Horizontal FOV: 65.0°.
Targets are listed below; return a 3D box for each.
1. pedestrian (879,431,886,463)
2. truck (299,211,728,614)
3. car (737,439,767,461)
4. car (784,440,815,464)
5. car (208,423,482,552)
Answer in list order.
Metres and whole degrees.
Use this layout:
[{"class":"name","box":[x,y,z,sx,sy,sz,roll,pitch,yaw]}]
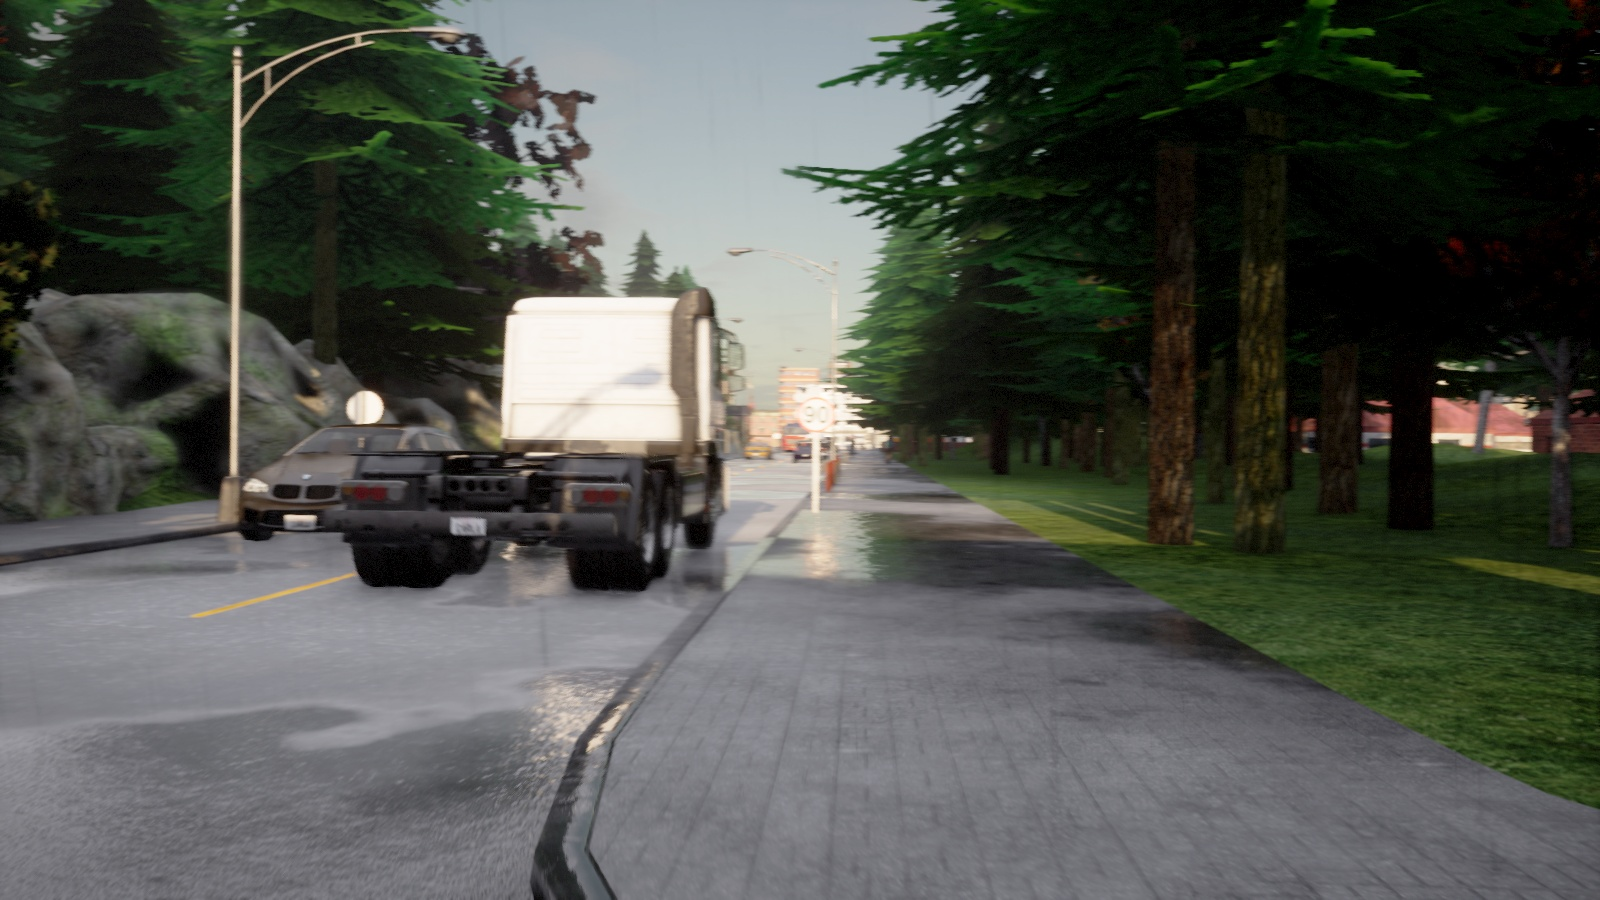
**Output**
[{"class":"pedestrian","box":[5.042,-0.180,77.131,0.396,1.930,0.692,0,0,2]},{"class":"truck","box":[-2.716,-0.345,14.830,2.891,3.462,7.936,0,0,3]},{"class":"car","box":[-3.512,-0.018,93.015,1.801,1.575,5.366,0,0,2]},{"class":"car","box":[0.016,0.121,81.757,1.845,1.501,3.633,0,0,2]},{"class":"car","box":[-6.523,0.476,18.673,2.242,1.667,4.611,0,0,2]}]
